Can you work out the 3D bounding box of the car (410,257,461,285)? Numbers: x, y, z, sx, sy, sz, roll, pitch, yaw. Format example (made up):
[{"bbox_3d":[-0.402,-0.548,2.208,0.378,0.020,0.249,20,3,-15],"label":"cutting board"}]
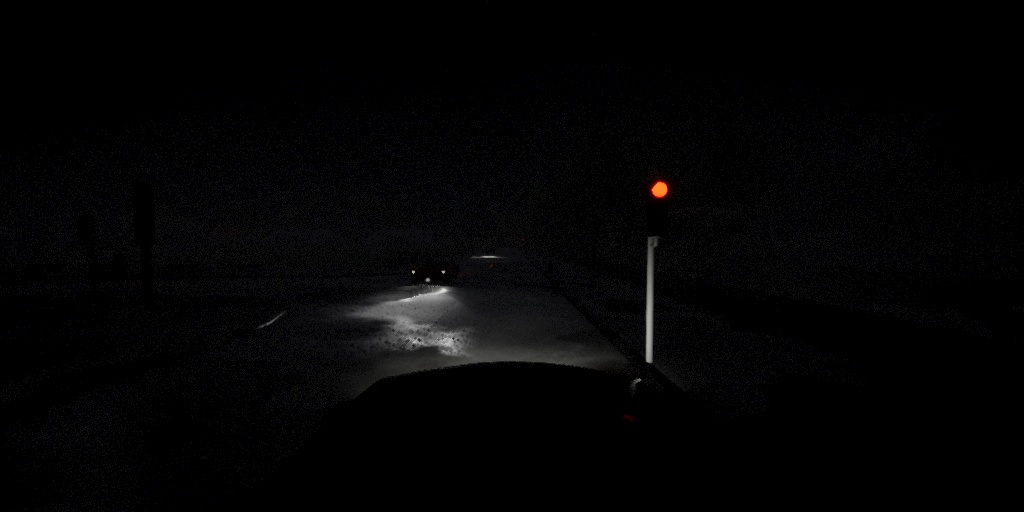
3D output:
[{"bbox_3d":[-4.006,0.769,19.312,1.895,1.301,4.718,0,2,0],"label":"car"}]
